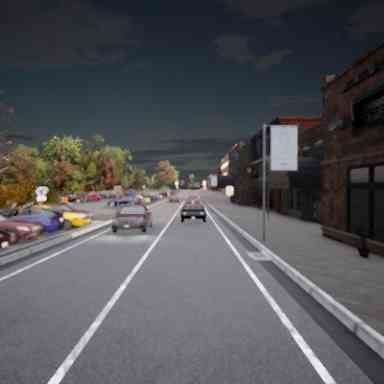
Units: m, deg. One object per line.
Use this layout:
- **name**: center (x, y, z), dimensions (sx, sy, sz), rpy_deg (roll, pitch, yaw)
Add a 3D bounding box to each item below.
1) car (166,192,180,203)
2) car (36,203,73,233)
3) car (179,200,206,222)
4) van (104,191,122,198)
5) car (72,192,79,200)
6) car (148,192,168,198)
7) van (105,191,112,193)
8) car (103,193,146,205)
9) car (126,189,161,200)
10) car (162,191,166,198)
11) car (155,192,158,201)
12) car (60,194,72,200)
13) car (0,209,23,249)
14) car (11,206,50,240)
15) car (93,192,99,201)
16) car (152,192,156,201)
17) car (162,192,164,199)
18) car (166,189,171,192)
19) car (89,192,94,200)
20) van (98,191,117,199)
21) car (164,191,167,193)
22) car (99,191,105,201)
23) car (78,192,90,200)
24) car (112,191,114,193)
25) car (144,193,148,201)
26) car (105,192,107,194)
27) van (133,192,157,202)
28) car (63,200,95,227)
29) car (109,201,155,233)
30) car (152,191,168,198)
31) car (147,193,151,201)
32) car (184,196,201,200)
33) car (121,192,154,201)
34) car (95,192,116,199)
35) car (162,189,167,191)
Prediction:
- **car**: center (-3.241, 1.266, 61.326), dimensions (1.882, 1.535, 5.008), rpy_deg (0, 0, 1)
- **car**: center (-9.335, 1.535, 17.879), dimensions (4.792, 1.488, 2.163), rpy_deg (0, 0, 0)
- **car**: center (0.106, 1.557, 25.997), dimensions (1.895, 1.301, 4.718), rpy_deg (0, 0, 0)
- **van**: center (-21.783, 0.600, 91.882), dimensions (4.442, 1.987, 1.878), rpy_deg (0, 1, 0)
- **car**: center (-21.909, 1.255, 55.035), dimensions (5.008, 1.535, 2.097), rpy_deg (0, 0, 0)
- **car**: center (-9.284, 0.823, 91.868), dimensions (5.366, 1.575, 1.946), rpy_deg (0, 1, 0)
- **van**: center (-21.643, 0.891, 77.762), dimensions (4.442, 1.987, 1.878), rpy_deg (0, 1, 0)
- **car**: center (-9.418, 1.310, 46.638), dimensions (4.792, 1.488, 2.163), rpy_deg (0, 0, 0)
- **car**: center (-9.252, 0.980, 63.592), dimensions (5.566, 2.045, 2.435), rpy_deg (0, 0, 0)
- **car**: center (-9.186, 1.156, 77.743), dimensions (4.674, 1.452, 2.002), rpy_deg (0, 1, 0)
- **car**: center (-9.303, 1.239, 60.767), dimensions (5.008, 1.535, 2.097), rpy_deg (0, 0, 0)
- **car**: center (-21.900, 1.138, 52.335), dimensions (4.553, 1.767, 2.185), rpy_deg (0, 0, 0)
- **car**: center (-9.297, 1.541, 12.312), dimensions (4.792, 1.488, 2.163), rpy_deg (0, 0, 0)
- **car**: center (-9.319, 1.549, 15.096), dimensions (4.674, 1.452, 2.002), rpy_deg (0, 0, 0)
- **car**: center (-21.809, 1.252, 66.329), dimensions (4.792, 1.488, 2.163), rpy_deg (0, 0, 0)
- **car**: center (-9.311, 1.247, 57.942), dimensions (5.008, 1.535, 2.097), rpy_deg (0, 0, 0)
- **car**: center (-9.210, 1.210, 74.909), dimensions (4.674, 1.452, 2.002), rpy_deg (0, 1, 0)
- **car**: center (-9.145, 0.633, 89.037), dimensions (5.566, 2.045, 2.435), rpy_deg (0, 1, 0)
- **car**: center (-21.828, 1.260, 63.505), dimensions (4.792, 1.488, 2.163), rpy_deg (0, 0, 0)
- **van**: center (-21.822, 0.717, 86.233), dimensions (4.442, 1.987, 1.878), rpy_deg (0, 1, 0)
- **car**: center (-9.165, 1.058, 80.567), dimensions (5.008, 1.535, 2.097), rpy_deg (0, 1, 0)
- **car**: center (-21.792, 0.963, 69.152), dimensions (5.566, 2.045, 2.435), rpy_deg (0, 0, 0)
- **car**: center (-21.882, 1.240, 60.807), dimensions (4.892, 1.521, 2.231), rpy_deg (0, 0, 0)
- **car**: center (-21.774, 1.088, 80.595), dimensions (4.792, 1.488, 2.163), rpy_deg (0, 1, 0)
- **car**: center (-9.373, 1.312, 49.465), dimensions (4.674, 1.452, 2.002), rpy_deg (0, 0, 0)
- **car**: center (-21.796, 1.202, 71.988), dimensions (5.008, 1.535, 2.097), rpy_deg (0, 0, 0)
- **van**: center (-9.378, 0.997, 66.419), dimensions (4.442, 1.987, 1.878), rpy_deg (0, 0, 0)
- **car**: center (-9.110, 1.500, 20.661), dimensions (5.366, 1.575, 1.946), rpy_deg (0, 0, 0)
- **car**: center (-3.345, 1.495, 19.380), dimensions (1.812, 1.442, 4.674), rpy_deg (0, 0, 0)
- **car**: center (-9.112, 0.642, 94.690), dimensions (4.553, 1.767, 2.185), rpy_deg (0, 1, 0)
- **car**: center (-9.355, 1.304, 52.290), dimensions (4.674, 1.452, 2.002), rpy_deg (0, 0, 0)
- **car**: center (0.113, 1.265, 42.153), dimensions (2.097, 1.767, 4.553), rpy_deg (0, 0, 0)
- **car**: center (-9.520, 1.253, 55.117), dimensions (5.366, 1.575, 1.946), rpy_deg (0, 0, 0)
- **car**: center (-21.693, 0.877, 83.288), dimensions (4.553, 1.767, 2.185), rpy_deg (0, 1, 0)
- **car**: center (-9.184, 0.875, 83.390), dimensions (4.553, 1.767, 2.185), rpy_deg (0, 1, 0)
